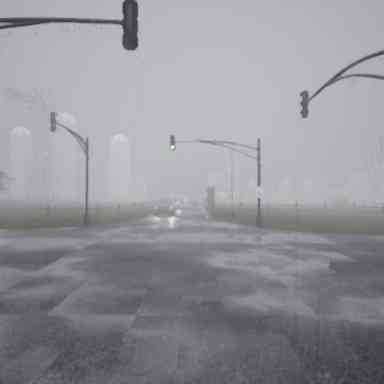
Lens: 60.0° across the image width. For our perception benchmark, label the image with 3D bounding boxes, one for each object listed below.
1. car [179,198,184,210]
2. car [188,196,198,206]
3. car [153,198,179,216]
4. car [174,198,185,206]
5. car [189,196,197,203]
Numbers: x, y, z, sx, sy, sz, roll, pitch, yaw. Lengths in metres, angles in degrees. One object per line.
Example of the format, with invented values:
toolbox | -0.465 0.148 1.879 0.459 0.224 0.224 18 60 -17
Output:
car | -2.665 1.619 47.745 2.097 1.767 4.553 0 0 1
car | 0.251 1.868 65.638 2.128 1.511 4.902 0 0 0
car | -2.759 1.544 34.476 2.097 1.767 4.553 0 0 1
car | -2.497 1.926 66.077 2.033 1.411 5.357 0 0 0
car | 0.302 1.774 76.061 1.837 1.490 4.892 0 0 0
